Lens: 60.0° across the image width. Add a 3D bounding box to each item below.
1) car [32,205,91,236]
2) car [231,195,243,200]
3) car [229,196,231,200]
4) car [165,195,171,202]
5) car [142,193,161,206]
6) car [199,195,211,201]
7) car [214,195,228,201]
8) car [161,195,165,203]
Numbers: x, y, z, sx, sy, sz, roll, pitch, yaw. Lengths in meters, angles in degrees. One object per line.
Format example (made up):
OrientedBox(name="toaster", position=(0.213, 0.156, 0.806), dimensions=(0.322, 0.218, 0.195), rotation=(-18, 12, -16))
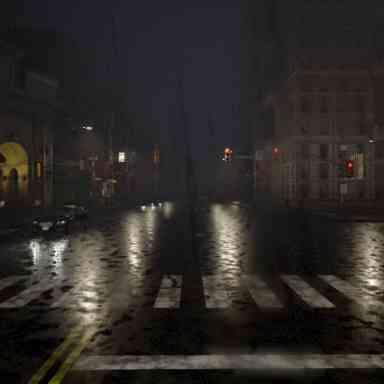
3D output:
OrientedBox(name="car", position=(-7.093, 1.491, 18.534), dimensions=(2.128, 1.511, 4.902), rotation=(0, 0, 0))
OrientedBox(name="car", position=(12.471, 1.500, 94.149), dimensions=(1.837, 1.490, 4.892), rotation=(0, 0, 41))
OrientedBox(name="car", position=(8.250, 1.466, 94.369), dimensions=(1.882, 1.535, 5.008), rotation=(0, 0, 38))
OrientedBox(name="car", position=(-6.281, 1.478, 77.075), dimensions=(1.882, 1.535, 5.008), rotation=(0, 0, 10))
OrientedBox(name="car", position=(-7.066, 1.221, 56.527), dimensions=(2.150, 2.045, 5.566), rotation=(0, 0, 0))
OrientedBox(name="car", position=(3.301, 1.524, 85.379), dimensions=(1.812, 1.442, 4.674), rotation=(0, 0, 22))
OrientedBox(name="car", position=(7.102, 1.525, 85.356), dimensions=(2.128, 1.511, 4.902), rotation=(0, 0, 25))
OrientedBox(name="car", position=(-6.994, 1.505, 66.739), dimensions=(1.837, 1.490, 4.892), rotation=(0, 0, 1))
